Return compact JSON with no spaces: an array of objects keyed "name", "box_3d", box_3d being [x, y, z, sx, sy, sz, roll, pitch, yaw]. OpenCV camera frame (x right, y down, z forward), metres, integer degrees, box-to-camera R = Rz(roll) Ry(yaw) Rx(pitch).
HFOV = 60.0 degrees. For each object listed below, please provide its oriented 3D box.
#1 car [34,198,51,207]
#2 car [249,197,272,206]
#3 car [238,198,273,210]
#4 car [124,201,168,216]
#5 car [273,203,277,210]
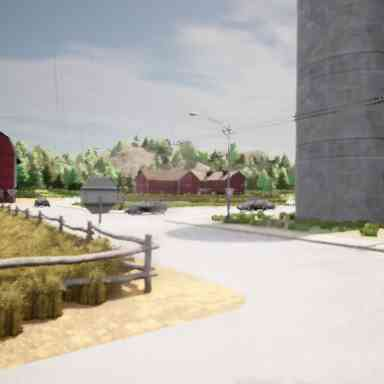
[{"name":"car","box_3d":[-23.722,1.668,52.686,1.812,1.442,4.674,1,0,-33]},{"name":"car","box_3d":[14.772,1.992,71.974,1.932,1.855,4.605,1,-1,-36]},{"name":"car","box_3d":[8.326,1.913,45.710,4.902,1.511,2.128,1,-1,-36]},{"name":"car","box_3d":[-4.869,1.704,35.721,4.902,1.511,2.128,1,-1,-40]},{"name":"car","box_3d":[11.268,1.986,53.004,2.242,1.667,4.611,1,-1,-36]}]
